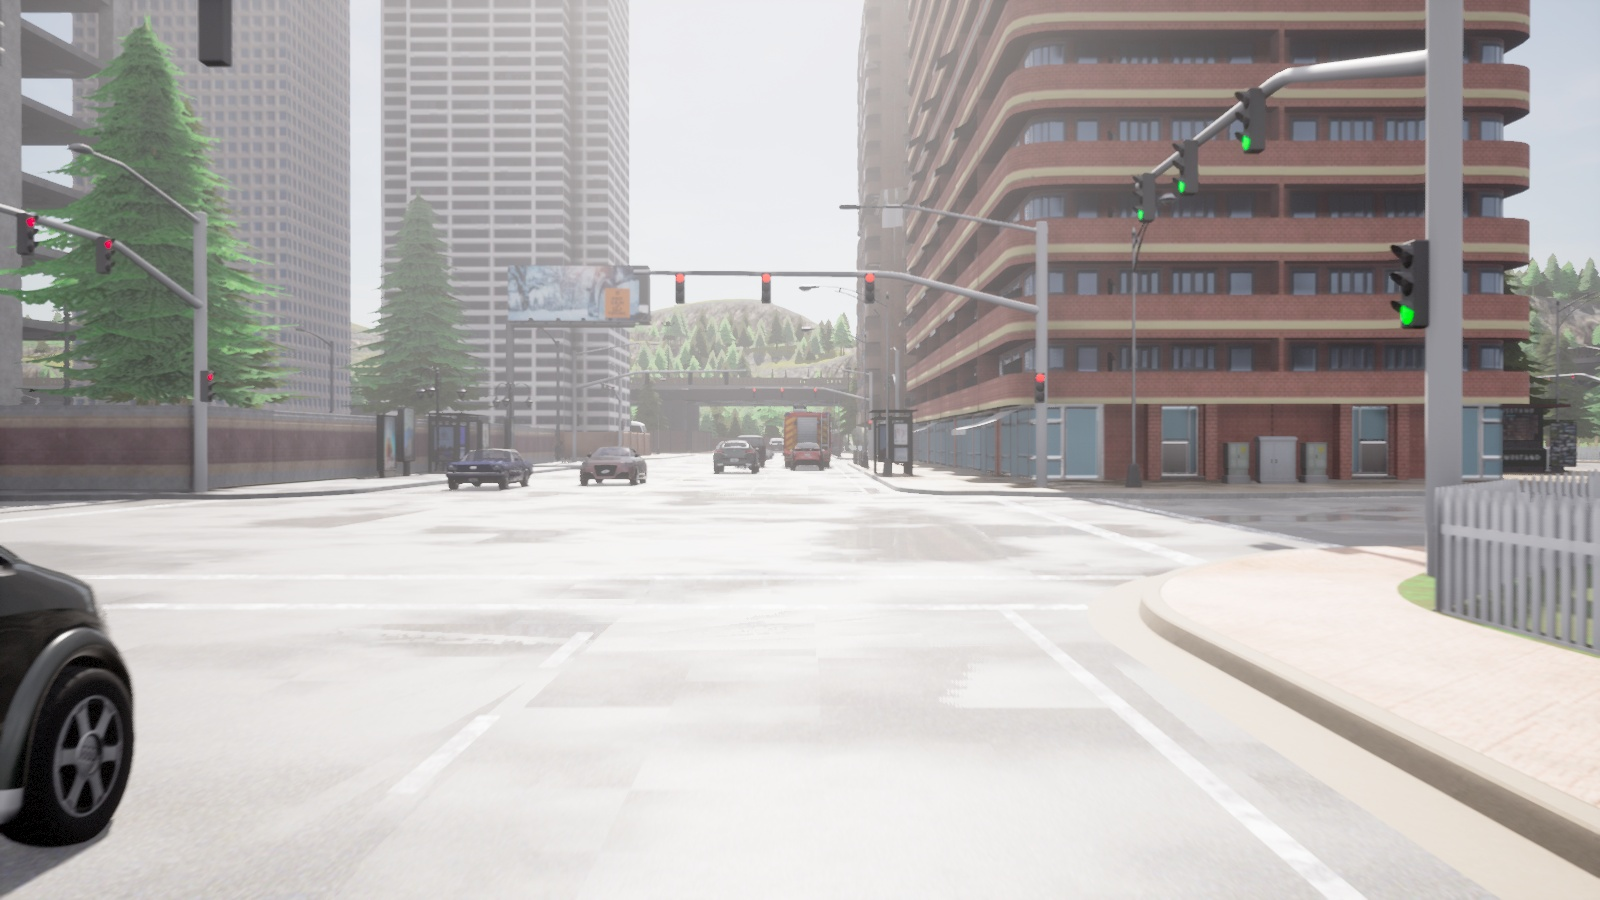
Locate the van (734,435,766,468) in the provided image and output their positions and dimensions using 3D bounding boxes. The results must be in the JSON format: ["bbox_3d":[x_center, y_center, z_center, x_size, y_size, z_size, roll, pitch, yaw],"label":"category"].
[{"bbox_3d":[-3.049,0.058,77.931,1.775,1.987,4.442,0,0,0],"label":"van"}]

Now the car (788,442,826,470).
[{"bbox_3d":[0.401,0.305,68.976,2.007,1.525,4.514,0,0,0],"label":"car"}]

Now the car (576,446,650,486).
[{"bbox_3d":[-6.723,0.549,45.495,1.994,1.385,4.181,0,0,1],"label":"car"}]

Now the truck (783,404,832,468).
[{"bbox_3d":[0.458,-0.863,78.985,2.891,3.827,8.468,0,0,0],"label":"truck"}]

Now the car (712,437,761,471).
[{"bbox_3d":[-3.135,0.170,62.552,2.152,1.651,5.027,0,0,0],"label":"car"}]

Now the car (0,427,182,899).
[{"bbox_3d":[-3.465,0.703,3.355,1.789,1.549,3.705,0,0,0],"label":"car"}]

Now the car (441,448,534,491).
[{"bbox_3d":[-10.252,0.604,41.581,1.895,1.301,4.718,0,0,0],"label":"car"}]
